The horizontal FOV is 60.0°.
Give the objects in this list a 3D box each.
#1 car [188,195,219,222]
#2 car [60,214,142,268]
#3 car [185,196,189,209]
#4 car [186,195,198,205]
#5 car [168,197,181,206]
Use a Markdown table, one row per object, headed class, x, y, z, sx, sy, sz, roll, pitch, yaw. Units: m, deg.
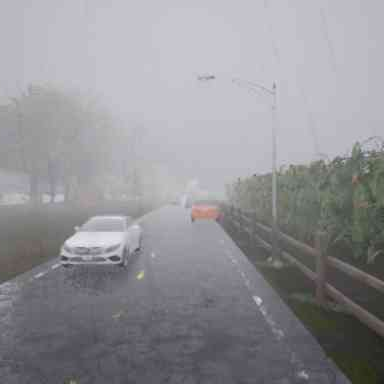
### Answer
| class | x | y | z | sx | sy | sz | roll | pitch | yaw |
| --- | --- | --- | --- | --- | --- | --- | --- | --- | --- |
| car | 0.957 | 1.349 | 26.116 | 2.097 | 1.767 | 4.553 | 0 | 0 | 0 |
| car | -2.851 | 1.524 | 11.372 | 1.812 | 1.442 | 4.674 | 0 | 0 | 0 |
| car | 0.006 | 1.547 | 45.224 | 2.033 | 1.411 | 5.357 | 0 | 0 | 0 |
| car | -0.006 | 1.355 | 57.918 | 2.097 | 1.767 | 4.553 | 0 | 0 | 0 |
| car | -2.815 | 1.565 | 53.998 | 1.994 | 1.385 | 4.181 | 0 | 0 | 0 |
